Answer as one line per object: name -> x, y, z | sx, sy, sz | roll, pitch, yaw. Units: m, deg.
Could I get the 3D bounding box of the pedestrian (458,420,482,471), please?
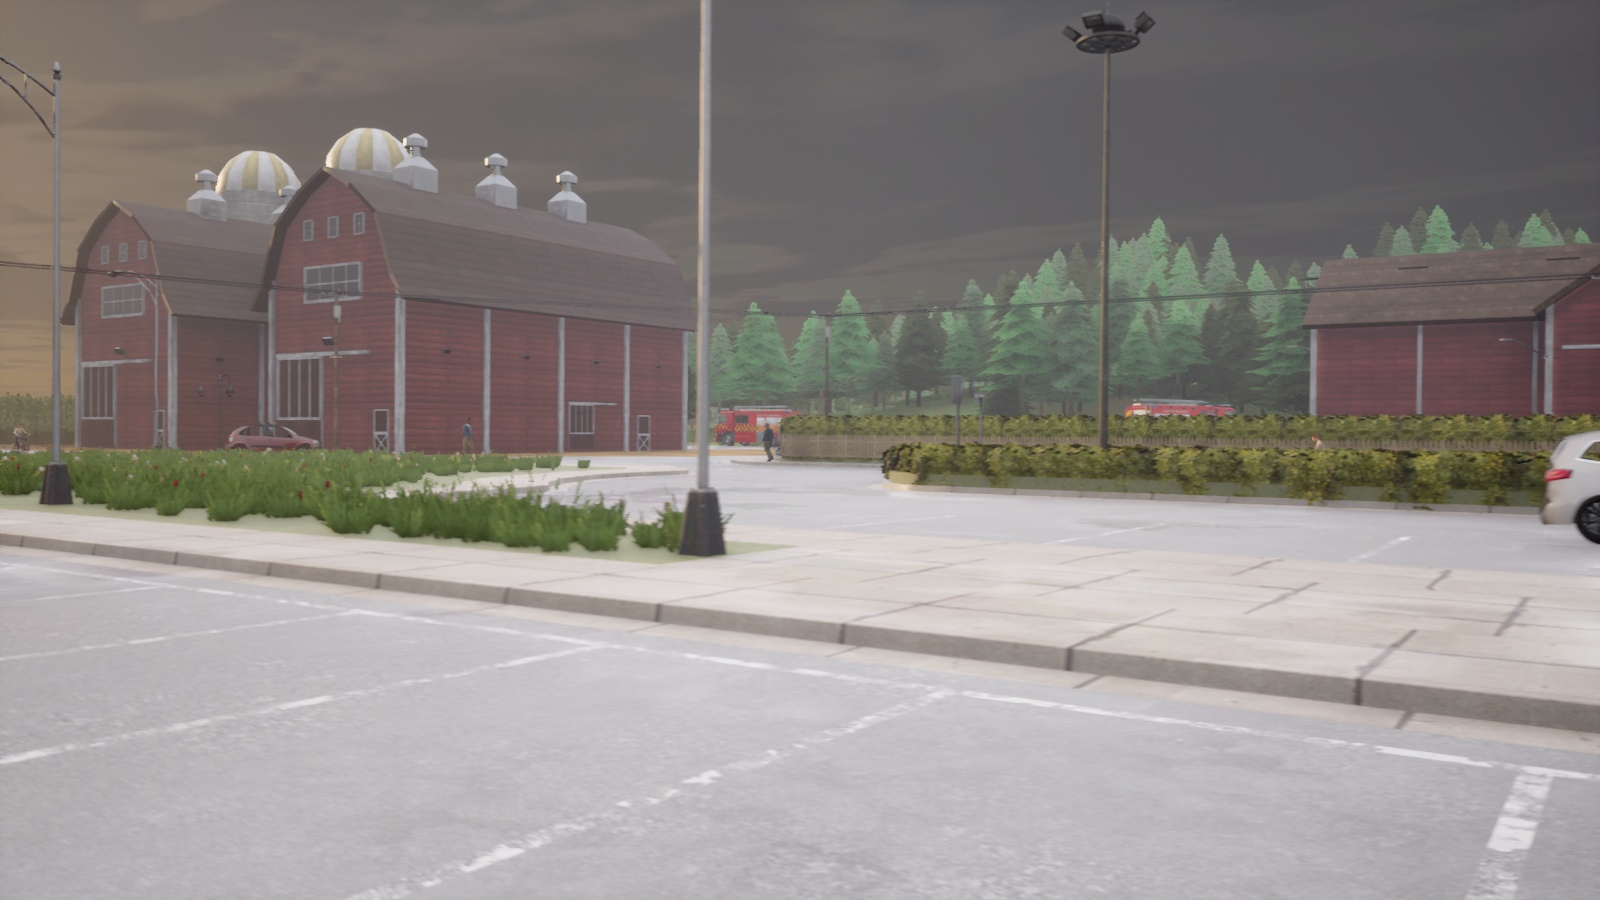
pedestrian -> -12.948, -0.177, 49.276 | 0.788, 1.949, 0.423 | 0, 1, 28

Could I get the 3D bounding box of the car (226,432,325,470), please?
car -> -23.553, 0.034, 56.538 | 3.988, 1.617, 1.851 | -1, 1, -20

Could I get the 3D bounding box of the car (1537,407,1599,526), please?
car -> 13.091, 0.217, 17.617 | 4.611, 1.667, 2.242 | 0, 1, 34

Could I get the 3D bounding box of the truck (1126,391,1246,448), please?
truck -> 27.271, -2.114, 88.663 | 8.468, 3.827, 2.891 | -1, 0, -27

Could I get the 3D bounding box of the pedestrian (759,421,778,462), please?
pedestrian -> -1.418, -0.372, 56.544 | 0.726, 1.842, 0.402 | 0, 1, 41
